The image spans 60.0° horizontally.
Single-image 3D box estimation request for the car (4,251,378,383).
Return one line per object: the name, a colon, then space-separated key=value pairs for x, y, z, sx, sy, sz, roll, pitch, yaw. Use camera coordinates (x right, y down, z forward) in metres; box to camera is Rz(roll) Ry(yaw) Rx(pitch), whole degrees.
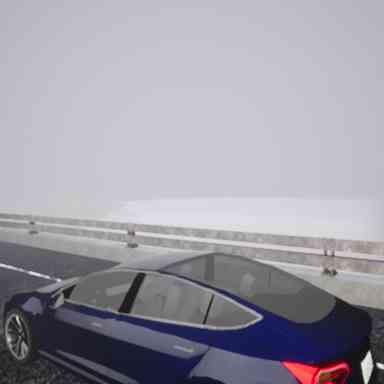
car: x=-0.421 y=1.505 z=4.172 sx=4.792 sy=1.488 sz=2.163 roll=0 pitch=0 yaw=36
